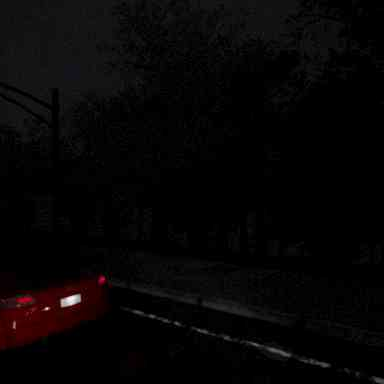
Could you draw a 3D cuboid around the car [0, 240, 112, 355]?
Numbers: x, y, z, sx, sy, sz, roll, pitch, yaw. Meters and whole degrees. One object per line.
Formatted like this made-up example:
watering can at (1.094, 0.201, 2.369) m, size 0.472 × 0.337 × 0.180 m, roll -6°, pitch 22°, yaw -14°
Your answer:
car at (-3.442, 1.607, 6.140) m, size 4.181 × 1.385 × 1.994 m, roll 0°, pitch 0°, yaw 36°
